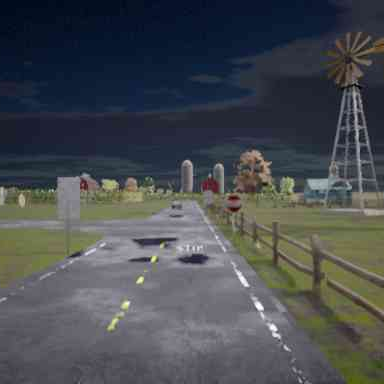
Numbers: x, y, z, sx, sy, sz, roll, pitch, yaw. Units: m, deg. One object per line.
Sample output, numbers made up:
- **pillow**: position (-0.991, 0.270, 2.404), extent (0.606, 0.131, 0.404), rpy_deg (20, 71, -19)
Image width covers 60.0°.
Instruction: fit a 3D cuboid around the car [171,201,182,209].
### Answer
- **car**: position (-2.758, 2.309, 59.765), extent (1.882, 1.535, 5.008), rpy_deg (0, -1, 0)
